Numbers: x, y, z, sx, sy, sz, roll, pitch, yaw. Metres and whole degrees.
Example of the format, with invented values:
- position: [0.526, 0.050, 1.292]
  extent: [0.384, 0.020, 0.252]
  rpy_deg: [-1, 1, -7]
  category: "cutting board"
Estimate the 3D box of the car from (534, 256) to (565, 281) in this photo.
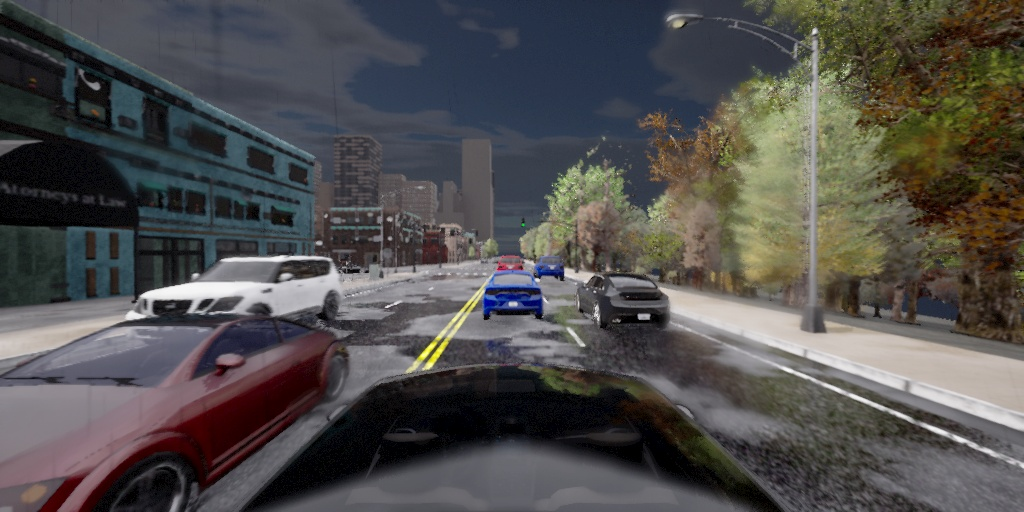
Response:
- position: [3.115, 1.033, 30.654]
  extent: [2.150, 2.045, 5.566]
  rpy_deg: [0, 0, -1]
  category: "car"

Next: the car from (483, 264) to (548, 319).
- position: [0.013, 1.252, 12.993]
  extent: [1.882, 1.535, 5.008]
  rpy_deg: [0, 0, -1]
  category: "car"

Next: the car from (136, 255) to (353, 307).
- position: [-6.654, 0.992, 9.625]
  extent: [2.150, 2.045, 5.566]
  rpy_deg: [0, 0, 0]
  category: "car"

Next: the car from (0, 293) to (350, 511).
- position: [-3.364, 1.319, 3.576]
  extent: [1.994, 1.385, 4.181]
  rpy_deg: [0, 0, 0]
  category: "car"

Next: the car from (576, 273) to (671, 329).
- position: [3.277, 1.274, 11.373]
  extent: [1.837, 1.490, 4.892]
  rpy_deg: [0, 0, 0]
  category: "car"

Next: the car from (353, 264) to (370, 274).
- position: [-20.316, 1.671, 45.969]
  extent: [4.313, 1.339, 1.948]
  rpy_deg: [0, 0, 0]
  category: "car"

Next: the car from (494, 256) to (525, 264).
- position: [-0.134, 1.034, 30.621]
  extent: [2.150, 2.045, 5.566]
  rpy_deg: [0, 0, -1]
  category: "car"
